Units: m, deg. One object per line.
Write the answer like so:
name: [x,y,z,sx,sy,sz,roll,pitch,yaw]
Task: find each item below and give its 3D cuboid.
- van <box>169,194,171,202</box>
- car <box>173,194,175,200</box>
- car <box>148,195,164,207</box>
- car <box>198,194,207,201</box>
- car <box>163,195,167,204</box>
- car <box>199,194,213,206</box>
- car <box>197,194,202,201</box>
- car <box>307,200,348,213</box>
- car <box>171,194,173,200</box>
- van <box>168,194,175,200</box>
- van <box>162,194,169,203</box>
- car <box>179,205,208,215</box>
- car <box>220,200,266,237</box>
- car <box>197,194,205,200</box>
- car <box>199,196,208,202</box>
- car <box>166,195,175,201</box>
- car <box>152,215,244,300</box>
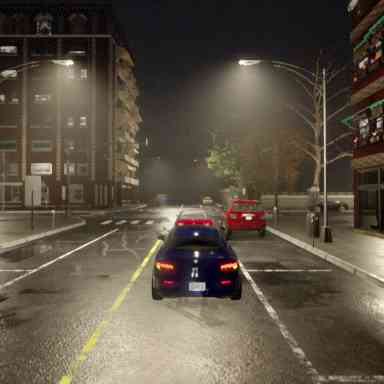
van: [-5.735,1.385,67.285,1.690,1.788,3.998,1,0,0]
car: [-5.749,1.606,78.362,2.008,1.369,4.403,1,0,0]
car: [-5.723,1.612,50.670,1.802,1.307,4.206,1,0,0]
car: [2.630,1.377,83.900,2.192,1.841,5.009,1,0,0]
car: [-5.729,1.616,56.207,1.802,1.307,4.206,1,0,0]
car: [2.652,1.560,56.379,1.752,1.417,4.829,1,0,0]
car: [2.636,1.601,72.823,2.008,1.369,4.403,1,0,0]
car: [15.179,1.607,37.223,4.313,1.339,1.947,0,-1,0]
car: [-5.744,1.632,72.824,1.802,1.307,4.206,1,0,0]
van: [-5.760,1.417,94.978,1.690,1.788,3.998,1,0,0]
van: [-5.729,1.380,61.746,1.690,1.788,3.998,1,0,0]
car: [0.084,1.608,17.990,1.895,1.301,4.718,0,0,0]
car: [2.691,1.322,18.179,2.192,1.841,5.009,1,0,0]
car: [2.620,1.391,94.975,2.192,1.841,5.009,1,0,0]
car: [2.631,1.622,78.362,1.947,1.339,4.313,1,0,0]
car: [-5.759,1.620,89.439,2.008,1.369,4.403,1,0,0]
car: [0.094,1.528,8.246,1.812,1.442,4.674,0,0,0]
